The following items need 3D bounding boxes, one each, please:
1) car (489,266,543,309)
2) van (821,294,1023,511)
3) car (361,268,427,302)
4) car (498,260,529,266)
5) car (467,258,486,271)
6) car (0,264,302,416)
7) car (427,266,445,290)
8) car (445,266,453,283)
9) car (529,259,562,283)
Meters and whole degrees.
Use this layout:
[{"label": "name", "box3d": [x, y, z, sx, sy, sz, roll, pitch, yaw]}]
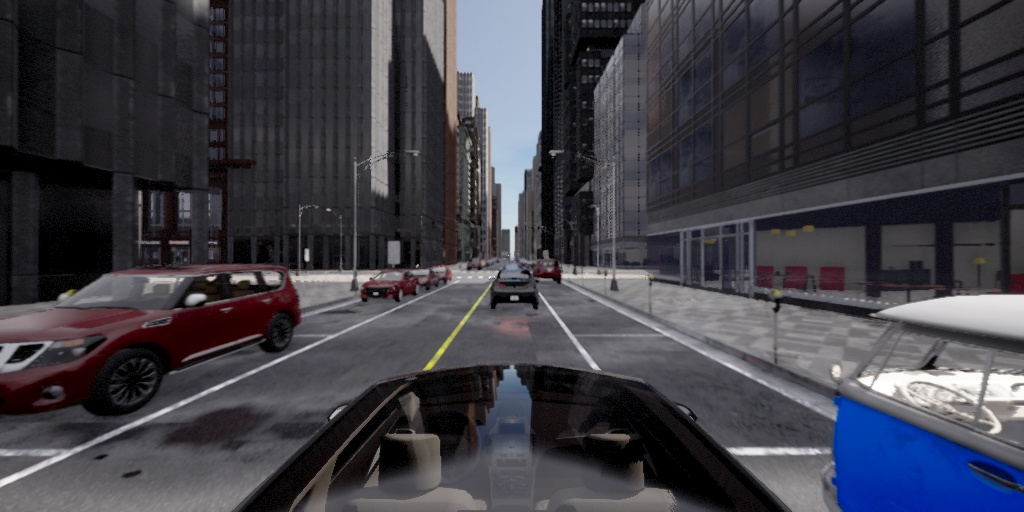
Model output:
[{"label": "car", "box3d": [0.092, 1.301, 15.108, 1.837, 1.490, 4.892, 0, -1, 0]}, {"label": "van", "box3d": [2.763, 1.086, 0.583, 1.690, 1.789, 3.998, 0, 0, 0]}, {"label": "car", "box3d": [-5.768, 1.354, 17.417, 1.888, 1.381, 4.507, 0, 0, 0]}, {"label": "car", "box3d": [0.084, 1.325, 27.541, 1.882, 1.535, 5.008, 0, 0, 0]}, {"label": "car", "box3d": [-5.782, 1.276, 55.507, 2.192, 1.841, 5.009, 0, 0, 0]}, {"label": "car", "box3d": [-5.764, 1.082, 6.180, 2.192, 1.841, 5.009, 0, 0, 0]}, {"label": "car", "box3d": [-5.770, 1.412, 23.035, 1.802, 1.307, 4.207, 0, 0, 0]}, {"label": "car", "box3d": [-5.772, 1.434, 28.654, 1.802, 1.307, 4.207, 0, 0, 0]}, {"label": "car", "box3d": [2.753, 1.166, 28.677, 2.192, 1.841, 5.009, 0, 0, 0]}]
